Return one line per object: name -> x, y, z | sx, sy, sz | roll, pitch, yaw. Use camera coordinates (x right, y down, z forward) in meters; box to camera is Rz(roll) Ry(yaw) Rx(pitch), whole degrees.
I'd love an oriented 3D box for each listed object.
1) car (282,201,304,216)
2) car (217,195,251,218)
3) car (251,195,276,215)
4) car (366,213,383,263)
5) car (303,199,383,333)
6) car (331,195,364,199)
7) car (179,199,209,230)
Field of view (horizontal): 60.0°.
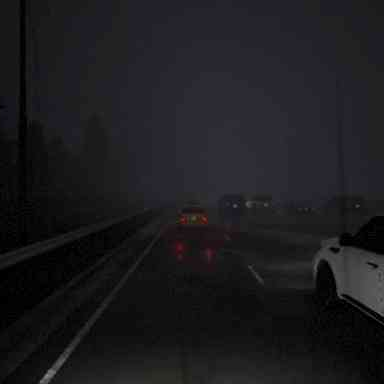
car -> 10.597, 1.603, 33.331 | 2.033, 1.411, 5.357 | 0, 0, 0
car -> 3.598, 1.272, 30.375 | 2.150, 2.045, 5.566 | 0, 0, 0
car -> 7.100, 1.279, 34.626 | 2.150, 2.045, 5.566 | 0, 0, 0
car -> 7.100, 1.493, 9.255 | 1.882, 1.535, 5.008 | 0, 0, 0
car -> 3.599, 1.229, 4.603 | 2.150, 2.045, 5.566 | 0, 0, 0
car -> 14.100, 1.273, 31.017 | 2.150, 2.045, 5.566 | 0, 0, 0
car -> 0.098, 1.491, 21.321 | 1.801, 1.575, 5.366 | 0, 0, 0
